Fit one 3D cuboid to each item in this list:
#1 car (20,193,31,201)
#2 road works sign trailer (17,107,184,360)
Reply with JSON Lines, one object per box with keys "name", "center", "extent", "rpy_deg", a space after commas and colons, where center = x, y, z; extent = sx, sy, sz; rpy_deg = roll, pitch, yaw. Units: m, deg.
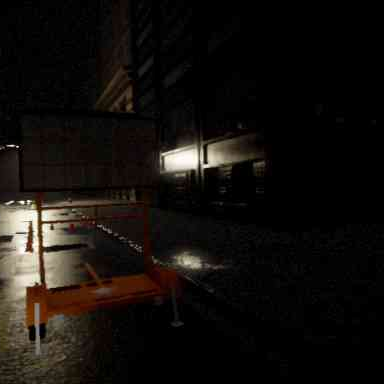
{"name": "car", "center": [-33.818, 0.935, 67.666], "extent": [2.128, 1.511, 4.902], "rpy_deg": [-2, 1, -25]}
{"name": "road works sign trailer", "center": [-1.775, 0.360, 6.068], "extent": [2.380, 3.560, 2.880], "rpy_deg": [-2, 1, -25]}
